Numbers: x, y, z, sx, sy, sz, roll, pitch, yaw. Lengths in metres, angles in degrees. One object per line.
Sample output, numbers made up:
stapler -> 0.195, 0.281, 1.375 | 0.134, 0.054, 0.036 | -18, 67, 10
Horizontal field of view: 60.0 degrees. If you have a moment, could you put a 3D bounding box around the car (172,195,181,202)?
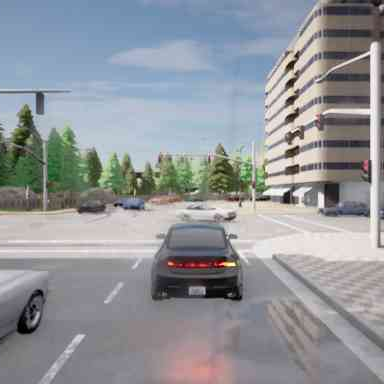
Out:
car -> -4.292, 1.345, 69.057 | 2.097, 1.767, 4.553 | 0, 0, 30

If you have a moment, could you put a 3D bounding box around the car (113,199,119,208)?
car -> -10.112, 1.543, 49.569 | 2.033, 1.411, 5.357 | 0, 0, 5

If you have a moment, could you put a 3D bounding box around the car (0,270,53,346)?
car -> -3.424, 1.601, 3.805 | 1.895, 1.301, 4.718 | 0, 0, 0

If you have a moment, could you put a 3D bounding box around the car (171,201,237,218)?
car -> 1.030, 1.611, 25.582 | 4.718, 1.301, 1.895 | 0, 0, 27

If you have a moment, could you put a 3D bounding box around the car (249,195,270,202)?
car -> 15.227, 1.589, 74.763 | 4.718, 1.301, 1.895 | 0, 0, -33

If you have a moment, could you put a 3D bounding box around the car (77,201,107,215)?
car -> -10.485, 1.622, 35.017 | 1.895, 1.301, 4.718 | 0, 1, 1

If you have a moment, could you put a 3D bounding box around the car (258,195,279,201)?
car -> 18.554, 1.494, 80.548 | 4.892, 1.490, 1.837 | 0, 0, -22

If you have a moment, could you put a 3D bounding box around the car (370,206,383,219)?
car -> 17.713, 1.579, 27.475 | 4.674, 1.442, 1.812 | 0, 0, 0

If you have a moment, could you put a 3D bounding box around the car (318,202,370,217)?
car -> 14.619, 1.600, 30.987 | 5.357, 1.411, 2.033 | 0, 0, 0

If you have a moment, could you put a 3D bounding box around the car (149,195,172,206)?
car -> -5.563, 1.348, 56.037 | 2.097, 1.767, 4.553 | 0, 0, 15

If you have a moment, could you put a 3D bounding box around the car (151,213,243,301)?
car -> 0.121, 1.504, 8.324 | 1.837, 1.490, 4.892 | 0, 0, 1

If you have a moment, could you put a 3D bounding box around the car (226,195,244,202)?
car -> 9.753, 1.472, 75.037 | 5.008, 1.535, 1.882 | 0, 0, -41

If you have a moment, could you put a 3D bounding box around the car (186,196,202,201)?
car -> 0.432, 1.547, 69.963 | 1.994, 1.385, 4.181 | 0, 0, 34

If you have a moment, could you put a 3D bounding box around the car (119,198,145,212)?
car -> -6.896, 1.475, 39.708 | 1.882, 1.535, 5.008 | 0, 0, 1
